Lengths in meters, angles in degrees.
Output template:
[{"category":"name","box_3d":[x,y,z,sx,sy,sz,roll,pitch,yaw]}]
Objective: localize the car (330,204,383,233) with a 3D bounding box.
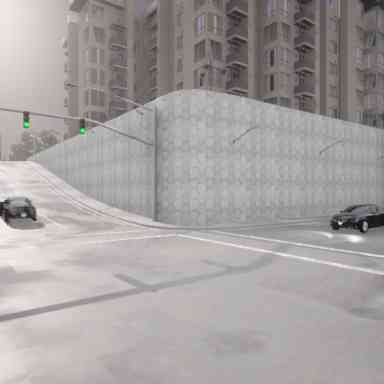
[{"category":"car","box_3d":[10.205,1.505,19.885,4.892,1.490,1.837,0,0,-36]}]

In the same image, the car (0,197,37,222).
[{"category":"car","box_3d":[-11.828,1.059,22.557,1.812,1.442,4.674,0,5,-36]}]
